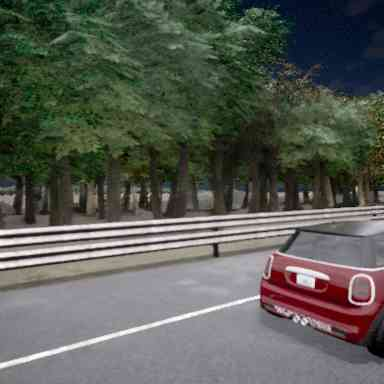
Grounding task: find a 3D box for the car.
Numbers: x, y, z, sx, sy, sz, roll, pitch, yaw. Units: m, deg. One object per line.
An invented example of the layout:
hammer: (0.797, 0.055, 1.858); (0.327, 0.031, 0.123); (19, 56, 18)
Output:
car: (3.407, 1.293, 6.050); (4.553, 1.767, 2.097); (-1, 0, -35)
